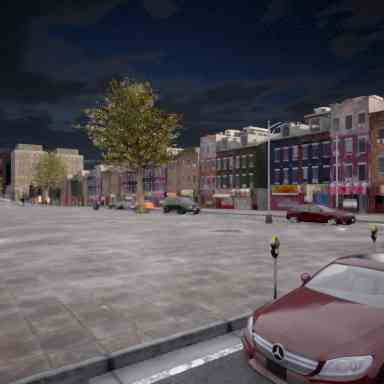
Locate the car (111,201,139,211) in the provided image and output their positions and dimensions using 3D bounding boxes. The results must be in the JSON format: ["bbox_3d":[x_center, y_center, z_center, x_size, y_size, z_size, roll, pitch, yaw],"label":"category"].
[{"bbox_3d":[-10.140,2.176,51.004,2.128,1.511,4.902,0,-1,-35],"label":"car"}]

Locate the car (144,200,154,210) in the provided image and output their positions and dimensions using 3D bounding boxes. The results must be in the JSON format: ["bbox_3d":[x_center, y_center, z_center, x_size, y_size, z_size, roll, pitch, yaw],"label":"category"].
[{"bbox_3d":[-7.951,2.040,52.868,2.097,1.767,4.553,0,-1,-36],"label":"car"}]

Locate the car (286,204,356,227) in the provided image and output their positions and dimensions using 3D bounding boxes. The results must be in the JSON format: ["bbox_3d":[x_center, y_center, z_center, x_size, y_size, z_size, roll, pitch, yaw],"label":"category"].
[{"bbox_3d":[9.151,1.620,23.943,1.882,1.535,5.008,0,-1,-36],"label":"car"}]

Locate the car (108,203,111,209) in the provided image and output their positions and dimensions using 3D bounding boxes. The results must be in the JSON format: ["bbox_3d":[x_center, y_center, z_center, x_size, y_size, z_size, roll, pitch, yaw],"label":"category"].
[{"bbox_3d":[-13.826,2.396,61.054,2.128,1.511,4.902,0,-1,-35],"label":"car"}]

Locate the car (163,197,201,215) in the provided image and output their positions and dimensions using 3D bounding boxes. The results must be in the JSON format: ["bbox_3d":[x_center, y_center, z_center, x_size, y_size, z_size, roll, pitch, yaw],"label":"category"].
[{"bbox_3d":[-1.298,1.619,38.530,2.150,2.045,5.566,0,-1,-36],"label":"car"}]

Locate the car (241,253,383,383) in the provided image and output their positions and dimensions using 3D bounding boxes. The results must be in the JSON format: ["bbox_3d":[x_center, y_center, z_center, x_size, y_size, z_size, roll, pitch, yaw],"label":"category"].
[{"bbox_3d":[2.572,1.582,4.638,4.206,1.307,1.802,0,0,-35],"label":"car"}]
